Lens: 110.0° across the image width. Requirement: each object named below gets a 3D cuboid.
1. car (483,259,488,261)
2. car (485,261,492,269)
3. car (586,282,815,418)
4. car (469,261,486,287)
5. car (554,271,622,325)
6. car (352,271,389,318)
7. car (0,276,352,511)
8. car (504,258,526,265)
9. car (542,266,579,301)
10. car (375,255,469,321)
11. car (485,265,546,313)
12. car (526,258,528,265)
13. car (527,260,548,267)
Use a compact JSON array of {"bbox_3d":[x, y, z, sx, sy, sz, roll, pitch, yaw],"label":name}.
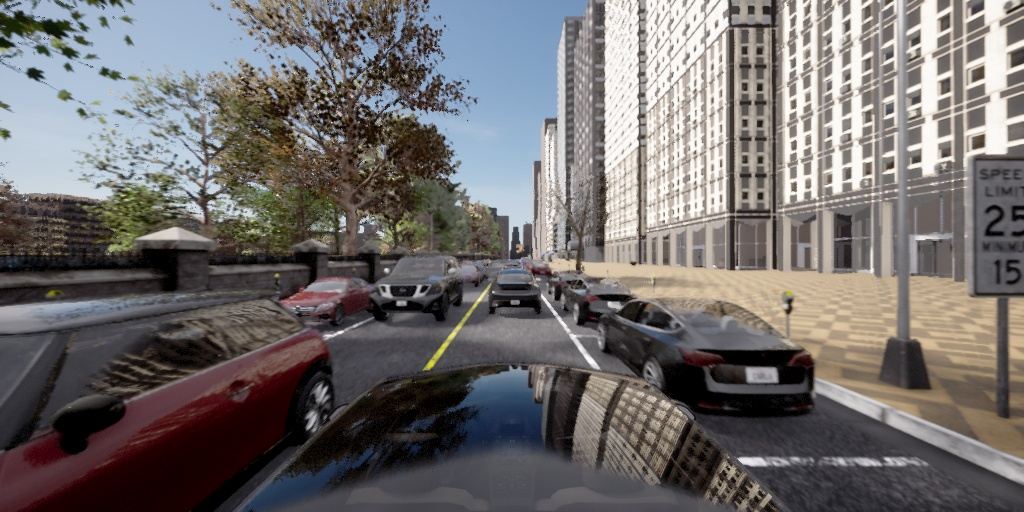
[{"bbox_3d":[-5.672,1.366,62.265,1.888,1.381,4.507,0,0,0],"label":"car"},{"bbox_3d":[-2.991,1.384,30.025,1.994,1.385,4.181,0,0,0],"label":"car"},{"bbox_3d":[2.690,1.318,5.940,1.948,1.339,4.313,0,0,0],"label":"car"},{"bbox_3d":[-3.051,1.293,24.537,1.812,1.442,4.674,0,0,1],"label":"car"},{"bbox_3d":[2.692,1.322,11.572,1.948,1.339,4.313,0,0,0],"label":"car"},{"bbox_3d":[-5.688,1.338,11.575,1.802,1.307,4.207,0,0,0],"label":"car"},{"bbox_3d":[-3.093,1.102,2.232,2.097,1.767,4.553,0,0,0],"label":"car"},{"bbox_3d":[0.056,1.274,37.395,2.128,1.511,4.902,0,0,1],"label":"car"},{"bbox_3d":[2.694,1.326,17.205,1.948,1.339,4.313,0,0,0],"label":"car"},{"bbox_3d":[-3.080,0.979,12.825,2.150,2.045,5.566,0,0,0],"label":"car"},{"bbox_3d":[0.106,1.263,14.118,1.837,1.490,4.892,0,0,0],"label":"car"},{"bbox_3d":[2.702,1.225,39.734,1.967,1.591,4.097,0,0,0],"label":"car"},{"bbox_3d":[2.700,1.323,34.102,1.888,1.381,4.507,0,0,0],"label":"car"}]
